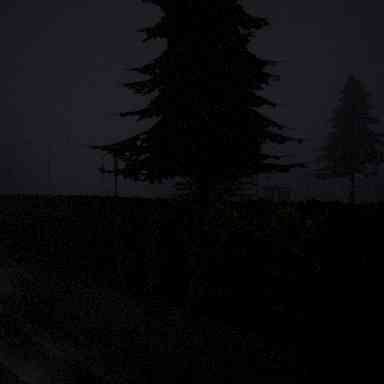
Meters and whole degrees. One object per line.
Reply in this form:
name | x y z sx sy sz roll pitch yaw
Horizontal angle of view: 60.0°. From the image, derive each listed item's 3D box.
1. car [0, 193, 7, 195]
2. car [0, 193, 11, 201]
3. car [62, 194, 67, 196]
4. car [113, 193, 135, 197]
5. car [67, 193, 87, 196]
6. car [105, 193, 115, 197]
car | -23.747 1.331 41.312 5.027 1.636 2.152 0 0 -45
car | -41.799 1.097 71.665 4.605 1.855 1.932 0 0 -45
car | -31.941 1.232 85.969 3.806 1.475 1.970 0 0 -45
car | -10.341 1.384 54.301 3.806 1.475 1.970 0 0 -45
car | -27.208 1.154 81.623 5.027 1.636 2.152 0 0 -45
car | -15.901 1.097 70.723 4.605 1.855 1.932 0 0 -45
